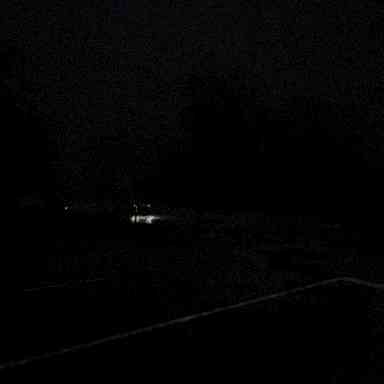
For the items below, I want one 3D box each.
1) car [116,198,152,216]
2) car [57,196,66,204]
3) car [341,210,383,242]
[{"bbox_3d":[-6.034,1.419,34.250,2.097,1.767,4.553,0,0,-39],"label":"car"},{"bbox_3d":[-22.125,1.371,54.386,1.882,1.535,5.008,0,0,-39],"label":"car"},{"bbox_3d":[9.319,1.600,15.035,1.837,1.490,4.892,0,0,-39],"label":"car"}]
